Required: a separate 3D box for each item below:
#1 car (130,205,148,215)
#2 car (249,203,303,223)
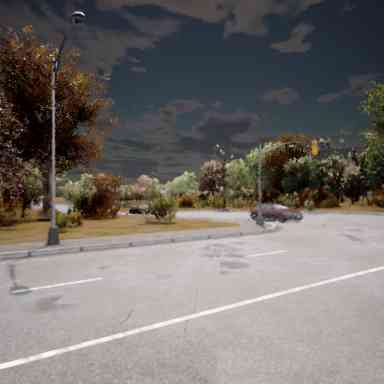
[{"bbox_3d":[-7.214,2.581,47.701,2.033,1.411,5.357,0,-3,-32],"label":"car"},{"bbox_3d":[6.494,1.584,26.139,1.812,1.442,4.674,0,-1,-32],"label":"car"}]
